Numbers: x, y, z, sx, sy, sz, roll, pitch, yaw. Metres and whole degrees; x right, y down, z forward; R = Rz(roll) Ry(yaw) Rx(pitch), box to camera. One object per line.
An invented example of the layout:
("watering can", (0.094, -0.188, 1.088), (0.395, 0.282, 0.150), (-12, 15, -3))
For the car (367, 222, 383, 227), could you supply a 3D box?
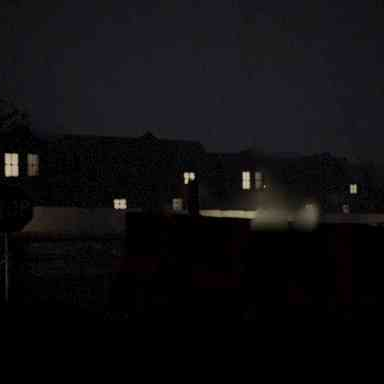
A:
("car", (13.687, 2.851, 24.505), (4.718, 1.301, 1.895), (3, -2, -22))
